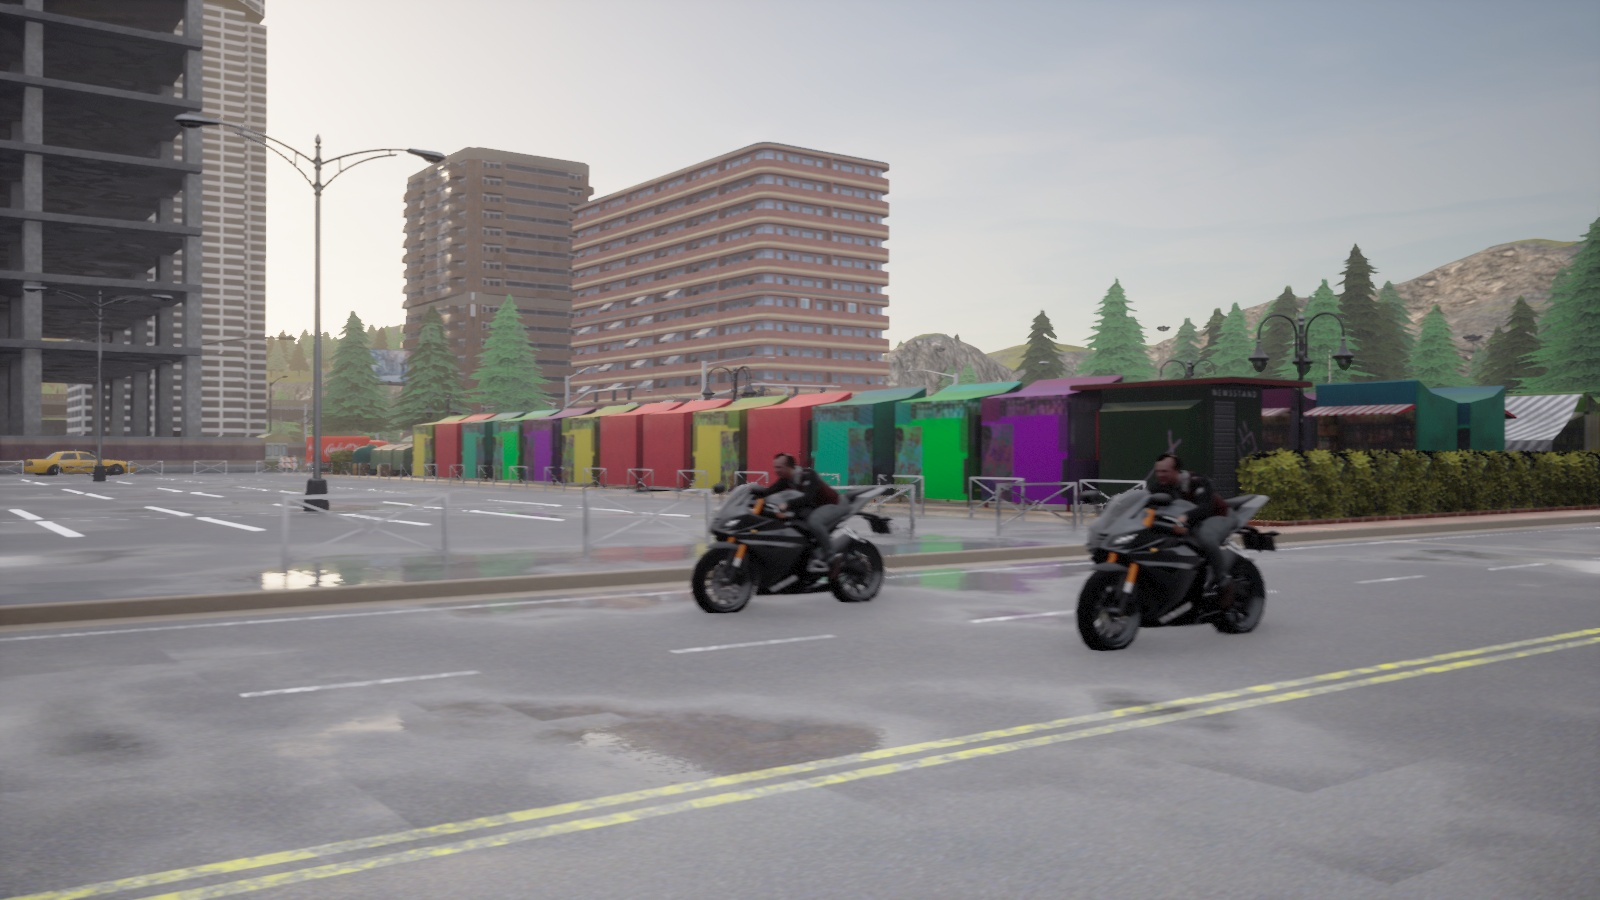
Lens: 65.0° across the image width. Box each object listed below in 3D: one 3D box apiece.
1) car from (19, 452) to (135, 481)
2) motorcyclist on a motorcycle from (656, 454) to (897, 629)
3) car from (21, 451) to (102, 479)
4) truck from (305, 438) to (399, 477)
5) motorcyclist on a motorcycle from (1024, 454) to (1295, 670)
[{"bbox_3d":[-39.635,0.881,68.909,5.366,1.575,1.801,0,0,-37],"label":"car"},{"bbox_3d":[-0.201,0.810,12.036,2.191,1.530,0.866,0,0,-35],"label":"motorcyclist on a motorcycle"},{"bbox_3d":[-43.805,0.863,74.531,3.988,1.617,1.851,0,0,-37],"label":"car"},{"bbox_3d":[-28.969,0.463,81.237,5.204,2.467,2.627,0,0,-37],"label":"truck"},{"bbox_3d":[2.865,0.798,9.906,2.191,1.530,0.866,0,0,-35],"label":"motorcyclist on a motorcycle"}]
